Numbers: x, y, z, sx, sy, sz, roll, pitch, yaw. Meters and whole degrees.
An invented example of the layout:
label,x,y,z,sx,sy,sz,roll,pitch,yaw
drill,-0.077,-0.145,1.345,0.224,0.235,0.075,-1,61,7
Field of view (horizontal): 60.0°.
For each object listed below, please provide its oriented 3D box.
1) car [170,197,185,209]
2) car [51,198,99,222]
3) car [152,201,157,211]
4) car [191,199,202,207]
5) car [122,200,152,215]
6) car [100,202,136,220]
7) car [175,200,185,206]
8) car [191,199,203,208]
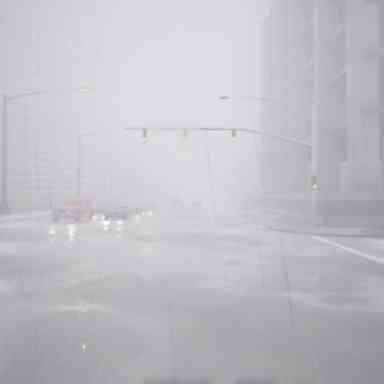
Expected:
label,x,y,z,sx,sy,sz,roll,pitch,yaw
car,-2.743,1.873,59.378,2.150,2.045,5.566,0,-1,1
car,-10.503,1.554,29.874,2.150,2.045,5.566,0,-1,1
car,-6.507,2.055,51.197,2.128,1.511,4.902,0,-1,2
car,0.997,2.286,69.641,2.128,1.511,4.902,0,-1,1
car,-6.747,2.000,41.026,2.033,1.411,5.357,0,-1,2
car,-6.960,1.916,31.786,1.994,1.385,4.181,0,-1,1
car,-2.498,2.278,70.015,1.895,1.301,4.718,0,-1,1
car,0.852,2.176,59.469,1.812,1.442,4.674,0,-1,1
